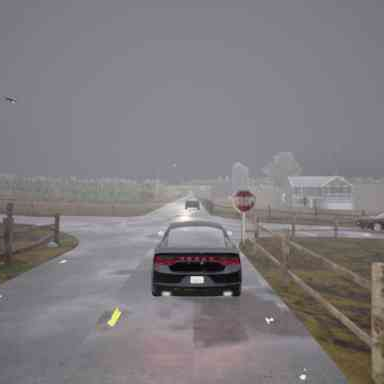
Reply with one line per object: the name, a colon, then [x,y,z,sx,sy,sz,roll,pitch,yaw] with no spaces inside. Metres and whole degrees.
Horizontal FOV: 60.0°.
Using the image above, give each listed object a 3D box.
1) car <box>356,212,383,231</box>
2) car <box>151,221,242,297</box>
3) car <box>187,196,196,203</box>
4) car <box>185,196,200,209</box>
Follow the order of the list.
car: [14.811,2.144,24.653,5.008,1.535,1.882,2,1,-1]
car: [0.088,1.477,8.634,1.882,1.535,5.008,0,0,0]
car: [-0.110,1.698,79.778,2.128,1.511,4.902,0,0,0]
car: [0.034,1.558,46.896,1.882,1.535,5.008,0,0,0]
